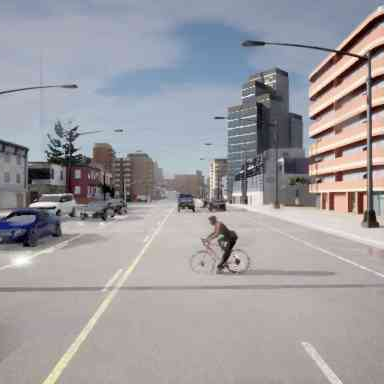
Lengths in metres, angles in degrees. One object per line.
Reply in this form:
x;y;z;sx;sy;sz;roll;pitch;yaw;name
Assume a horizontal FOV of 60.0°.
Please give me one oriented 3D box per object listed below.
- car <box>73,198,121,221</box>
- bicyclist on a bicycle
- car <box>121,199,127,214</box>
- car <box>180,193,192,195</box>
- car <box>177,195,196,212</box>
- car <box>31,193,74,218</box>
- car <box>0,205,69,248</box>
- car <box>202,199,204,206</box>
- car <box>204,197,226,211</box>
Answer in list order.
-7.503;1.437;26.881;2.128;1.511;4.902;0;0;-1;car
0.749;1.460;9.085;1.656;1.620;0.582;-2;0;-1;bicyclist on a bicycle
-7.672;1.425;33.122;1.837;1.490;4.892;0;0;-1;car
-0.870;1.139;47.536;2.150;2.045;5.566;0;-1;-1;car
-0.633;1.407;37.475;1.837;1.490;4.892;0;0;-1;car
-11.093;1.163;26.769;2.150;2.045;5.566;0;1;-1;car
-7.366;1.520;14.899;1.812;1.442;4.674;0;0;-1;car
2.623;1.419;48.770;2.128;1.511;4.902;0;-1;-1;car
2.867;1.390;38.777;2.128;1.511;4.902;0;0;-1;car
